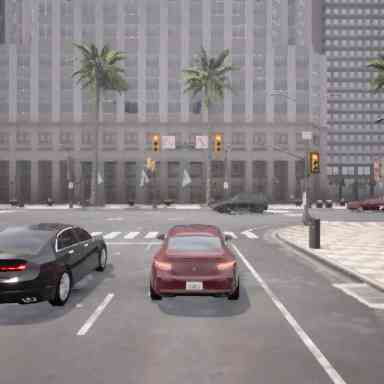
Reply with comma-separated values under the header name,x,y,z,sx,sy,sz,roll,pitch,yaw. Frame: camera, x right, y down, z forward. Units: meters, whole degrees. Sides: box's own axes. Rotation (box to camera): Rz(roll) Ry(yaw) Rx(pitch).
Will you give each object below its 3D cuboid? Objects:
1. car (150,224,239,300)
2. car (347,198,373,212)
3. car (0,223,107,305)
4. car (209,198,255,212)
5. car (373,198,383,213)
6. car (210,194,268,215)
name,x,y,z,sx,sy,sz,roll,pitch,yaw
car,0.069,1.526,8.296,1.812,1.442,4.674,0,0,1
car,20.386,1.478,38.079,5.008,1.535,1.882,0,0,0
car,-3.440,1.505,8.042,1.837,1.490,4.892,0,0,0
car,4.512,1.493,38.095,4.902,1.511,2.128,0,0,0
car,22.089,1.491,34.578,4.902,1.511,2.128,0,0,0
car,4.984,1.223,34.047,5.566,2.045,2.150,0,0,-8
